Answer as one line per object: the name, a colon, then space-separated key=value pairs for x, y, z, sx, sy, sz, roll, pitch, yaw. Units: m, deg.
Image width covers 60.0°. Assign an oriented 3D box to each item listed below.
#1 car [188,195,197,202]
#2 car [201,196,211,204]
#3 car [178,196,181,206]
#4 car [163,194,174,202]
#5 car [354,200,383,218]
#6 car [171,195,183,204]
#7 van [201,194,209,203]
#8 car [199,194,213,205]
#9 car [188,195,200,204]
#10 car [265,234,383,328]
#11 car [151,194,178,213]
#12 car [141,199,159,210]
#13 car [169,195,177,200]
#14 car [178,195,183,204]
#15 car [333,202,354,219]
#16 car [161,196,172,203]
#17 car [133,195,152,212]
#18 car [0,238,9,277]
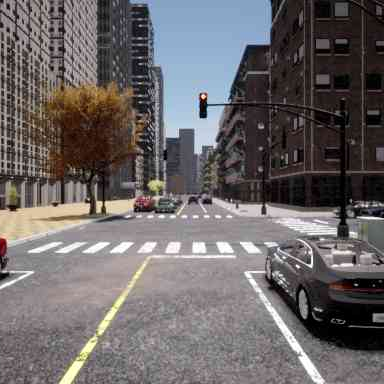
car: x=0.186 y=1.597 z=78.875 sx=2.128 sy=1.511 sz=4.902 roll=0 pitch=0 yaw=0
car: x=2.847 y=1.578 z=67.077 sx=1.752 sy=1.417 sz=4.829 roll=0 pitch=0 yaw=0
car: x=-2.990 y=1.629 z=45.979 sx=1.895 sy=1.301 sz=4.718 roll=0 pitch=0 yaw=0
car: x=-5.508 y=1.386 z=77.973 sx=2.192 sy=1.841 sz=5.009 roll=0 pitch=0 yaw=0
car: x=14.936 y=1.327 z=23.691 sx=5.357 sy=1.411 sz=2.033 roll=-1 pitch=0 yaw=3
car: x=-2.889 y=1.402 z=65.096 sx=2.097 sy=1.767 sz=4.553 roll=0 pitch=0 yaw=1
van: x=2.860 y=1.402 z=72.431 sx=1.690 sy=1.788 sz=3.998 roll=0 pitch=0 yaw=0
car: x=2.834 y=1.611 z=61.384 sx=1.947 sy=1.339 sz=4.313 roll=0 pitch=0 yaw=0
car: x=0.250 y=1.550 z=63.155 sx=1.837 sy=1.490 sz=4.892 roll=0 pitch=0 yaw=0
car: x=2.705 y=1.551 z=6.905 sx=2.008 sy=1.369 sz=4.403 roll=0 pitch=0 yaw=0
car: x=-2.985 y=1.371 z=36.995 sx=2.097 sy=1.767 sz=4.553 roll=0 pitch=0 yaw=-1
car: x=-5.586 y=1.592 z=44.836 sx=1.947 sy=1.339 sz=4.313 roll=0 pitch=0 yaw=0
car: x=-5.469 y=1.654 z=94.542 sx=2.008 sy=1.369 sz=4.403 roll=0 pitch=0 yaw=0
car: x=-2.959 y=1.529 z=55.291 sx=2.128 sy=1.511 sz=4.902 roll=0 pitch=0 yaw=0
car: x=13.487 y=1.350 z=26.286 sx=4.403 sy=1.369 sz=2.008 roll=-1 pitch=1 yaw=0
car: x=-5.521 y=1.627 z=72.451 sx=1.947 sy=1.339 sz=4.313 roll=0 pitch=0 yaw=0
car: x=-5.600 y=1.336 z=39.313 sx=2.192 sy=1.841 sz=5.009 roll=0 pitch=0 yaw=0
car: x=-5.675 y=1.545 z=6.925 sx=1.887 sy=1.381 sz=4.507 roll=0 pitch=0 yaw=0
